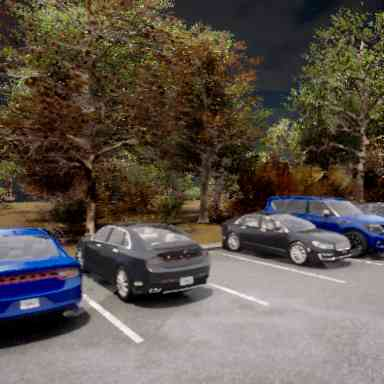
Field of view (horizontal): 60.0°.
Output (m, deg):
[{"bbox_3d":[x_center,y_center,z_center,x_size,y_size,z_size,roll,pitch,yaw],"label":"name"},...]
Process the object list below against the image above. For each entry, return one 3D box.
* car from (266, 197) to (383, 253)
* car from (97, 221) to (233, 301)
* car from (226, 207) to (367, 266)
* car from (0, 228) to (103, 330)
[{"bbox_3d":[5.307,1.226,13.339,2.435,2.045,5.566,0,0,-36],"label":"car"},{"bbox_3d":[-1.500,1.482,8.509,2.231,1.521,4.892,0,0,-36],"label":"car"},{"bbox_3d":[3.089,1.480,11.800,2.231,1.521,4.892,0,0,-36],"label":"car"},{"bbox_3d":[-3.799,1.480,6.869,2.097,1.535,5.008,0,0,-36],"label":"car"}]
